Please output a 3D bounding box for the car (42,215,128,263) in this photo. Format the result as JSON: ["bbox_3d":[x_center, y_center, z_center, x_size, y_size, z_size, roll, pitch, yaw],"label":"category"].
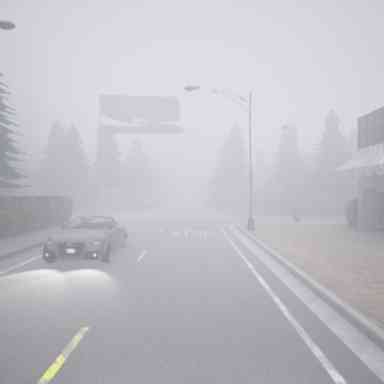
[{"bbox_3d":[-3.560,1.542,11.774,1.994,1.385,4.181,0,0,0],"label":"car"}]
